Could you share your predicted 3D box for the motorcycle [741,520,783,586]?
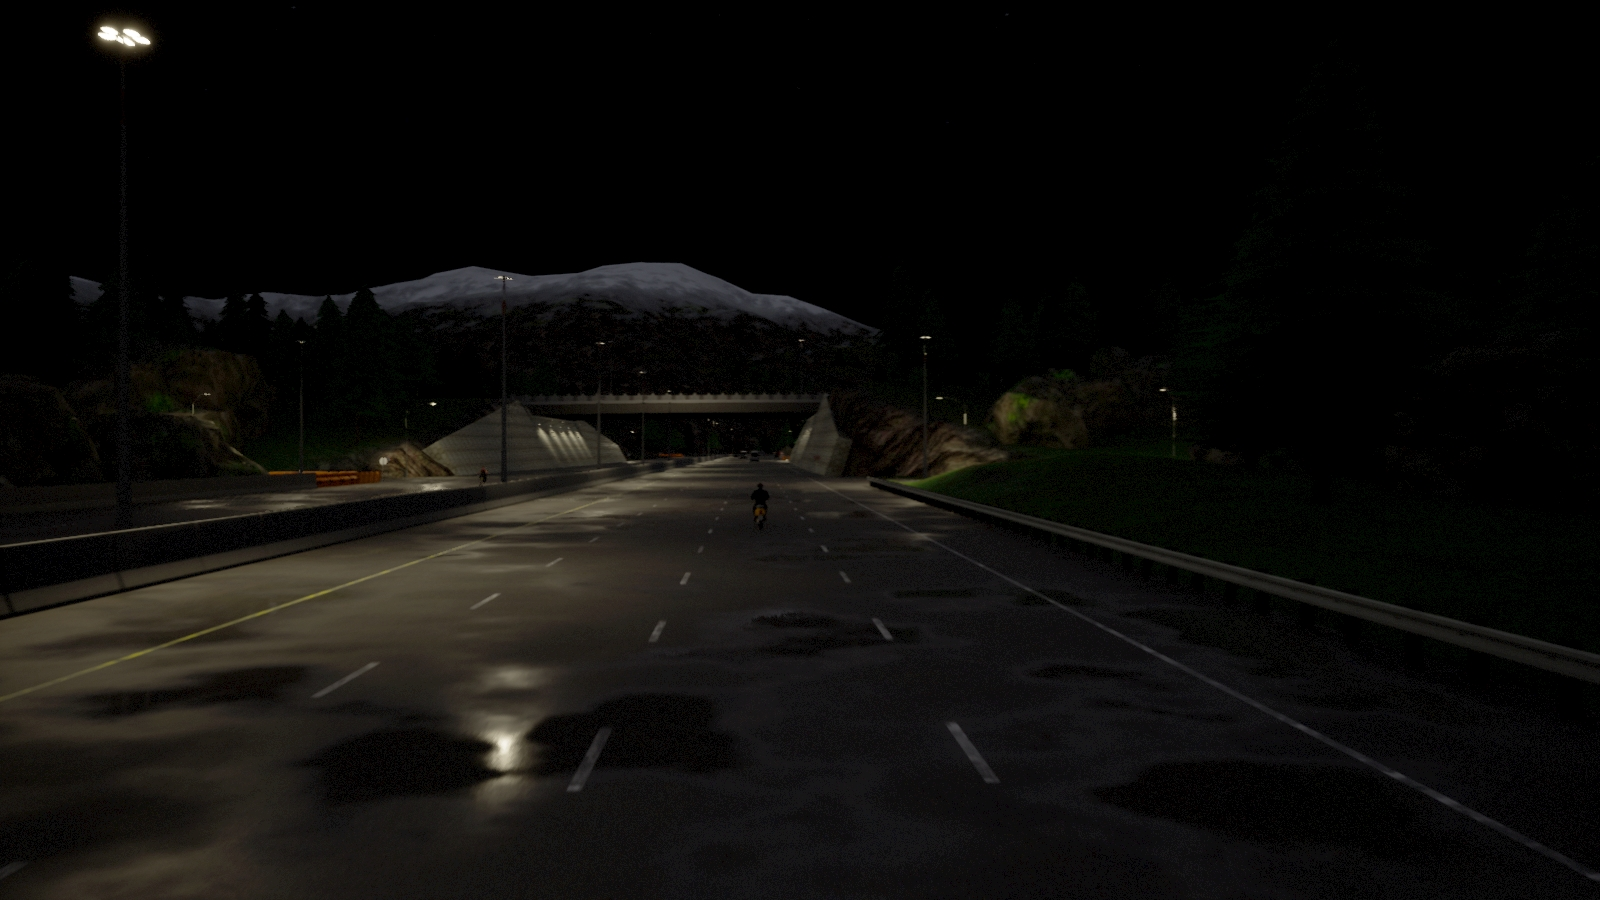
[{"bbox_3d":[-0.816,2.183,24.470,0.856,1.236,1.805,0,0,-2],"label":"motorcycle"}]
